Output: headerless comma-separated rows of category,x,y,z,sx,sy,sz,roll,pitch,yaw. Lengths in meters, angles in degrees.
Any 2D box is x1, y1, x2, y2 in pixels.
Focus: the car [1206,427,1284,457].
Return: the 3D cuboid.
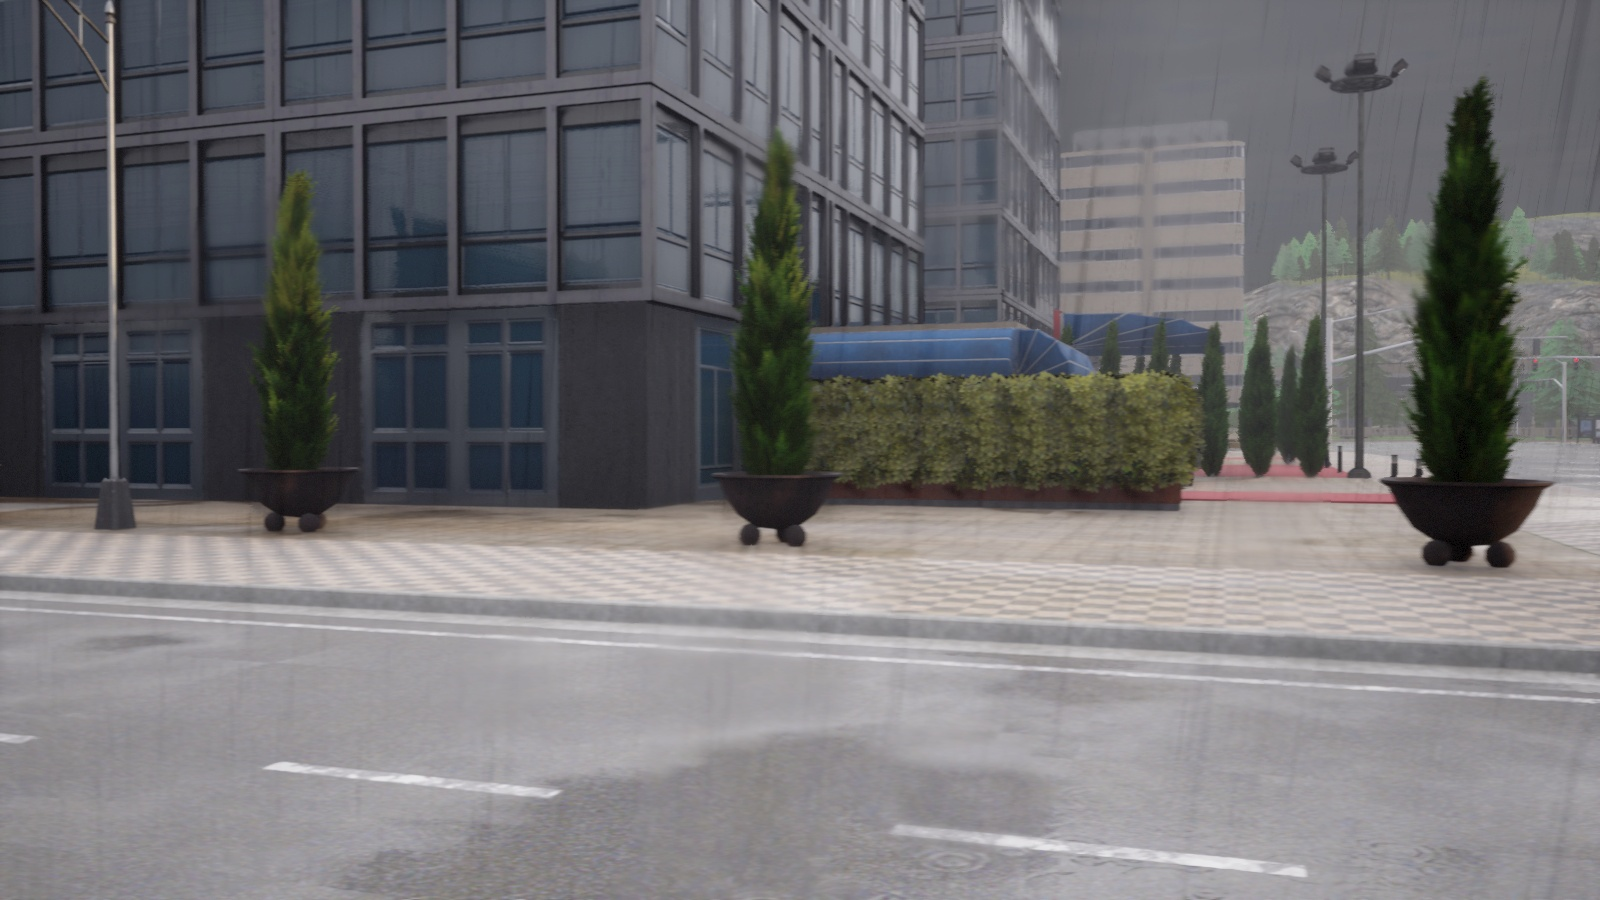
car,28.240,-0.527,79.780,4.605,1.855,1.932,1,1,20
